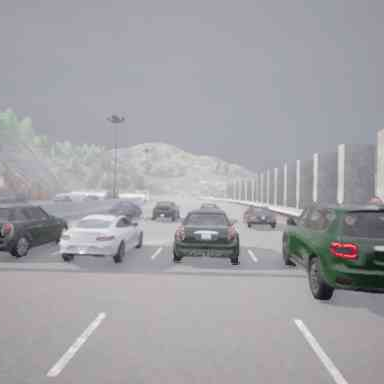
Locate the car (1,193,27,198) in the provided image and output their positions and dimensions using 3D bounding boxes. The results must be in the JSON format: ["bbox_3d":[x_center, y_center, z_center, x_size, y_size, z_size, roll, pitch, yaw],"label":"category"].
[{"bbox_3d":[-25.933,0.898,48.526,2.097,1.767,4.553,1,0,2],"label":"car"}]

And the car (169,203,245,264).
[{"bbox_3d":[0.560,1.385,12.226,2.097,1.767,4.553,1,0,3],"label":"car"}]

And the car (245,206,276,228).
[{"bbox_3d":[4.658,1.689,23.449,2.033,1.411,5.357,1,0,4],"label":"car"}]

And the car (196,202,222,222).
[{"bbox_3d":[1.427,1.645,27.964,1.994,1.385,4.181,1,0,3],"label":"car"}]

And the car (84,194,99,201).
[{"bbox_3d":[-18.823,1.205,62.494,2.128,1.511,4.902,1,0,-1],"label":"car"}]

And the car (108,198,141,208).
[{"bbox_3d":[-5.561,1.500,28.340,1.994,1.385,4.181,1,0,3],"label":"car"}]

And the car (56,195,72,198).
[{"bbox_3d":[-22.157,1.179,57.242,1.812,1.442,4.674,1,0,0],"label":"car"}]

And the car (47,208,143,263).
[{"bbox_3d":[-2.980,1.486,11.725,1.812,1.442,4.674,1,-1,3],"label":"car"}]

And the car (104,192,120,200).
[{"bbox_3d":[-15.350,0.994,64.059,2.150,2.045,5.566,1,0,-2],"label":"car"}]

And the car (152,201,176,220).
[{"bbox_3d":[-2.097,1.514,27.612,1.837,1.490,4.892,1,0,3],"label":"car"}]

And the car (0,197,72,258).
[{"bbox_3d":[-6.432,1.239,12.528,2.097,1.767,4.553,1,0,3],"label":"car"}]

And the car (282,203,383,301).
[{"bbox_3d":[3.845,1.313,8.640,2.150,2.045,5.566,1,-1,5],"label":"car"}]
